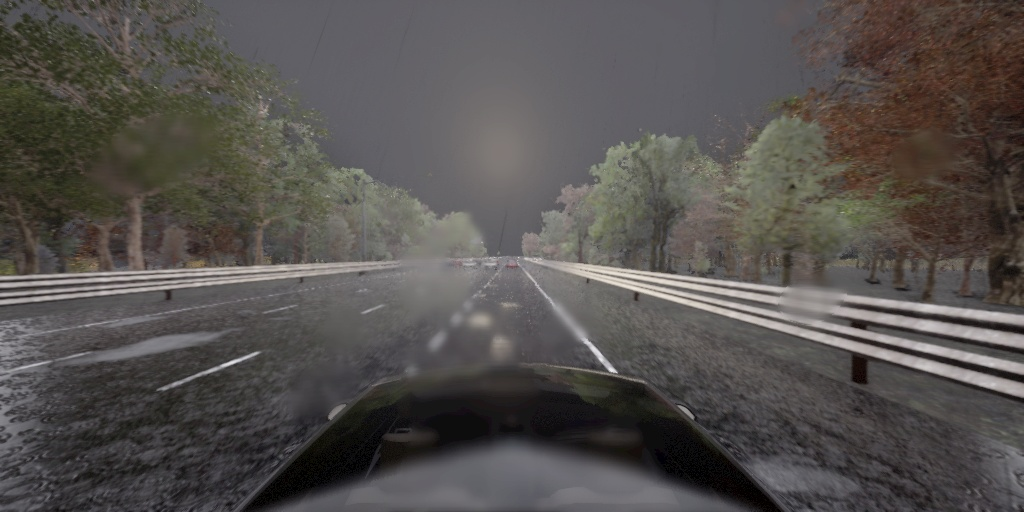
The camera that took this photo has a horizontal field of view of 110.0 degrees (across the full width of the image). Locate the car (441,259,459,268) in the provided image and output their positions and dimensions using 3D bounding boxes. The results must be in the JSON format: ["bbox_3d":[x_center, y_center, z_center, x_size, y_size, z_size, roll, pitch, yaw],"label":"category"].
[{"bbox_3d":[-10.474,1.401,59.628,1.895,1.301,4.718,0,0,0],"label":"car"}]

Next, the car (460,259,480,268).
[{"bbox_3d":[-6.974,1.401,59.627,1.895,1.301,4.718,0,0,0],"label":"car"}]

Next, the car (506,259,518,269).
[{"bbox_3d":[0.025,1.358,59.593,1.994,1.385,4.181,0,0,0],"label":"car"}]

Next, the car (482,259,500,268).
[{"bbox_3d":[-3.474,1.400,59.624,1.895,1.301,4.718,0,0,0],"label":"car"}]
